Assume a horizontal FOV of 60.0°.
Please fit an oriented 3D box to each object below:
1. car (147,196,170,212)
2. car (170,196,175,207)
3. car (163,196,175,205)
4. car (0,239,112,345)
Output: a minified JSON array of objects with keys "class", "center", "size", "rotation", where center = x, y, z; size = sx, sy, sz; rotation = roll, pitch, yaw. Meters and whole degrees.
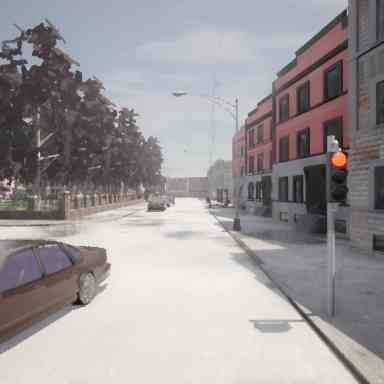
[{"class":"car","center":[-4.087,1.478,39.363],"size":[1.882,1.535,5.008],"rotation":[0,0,0]},{"class":"car","center":[-4.083,1.547,49.263],"size":[2.033,1.411,5.357],"rotation":[0,0,0]},{"class":"car","center":[-4.050,1.505,59.662],"size":[1.837,1.490,4.892],"rotation":[0,0,0]},{"class":"car","center":[-3.218,1.547,5.475],"size":[2.033,1.411,5.357],"rotation":[0,0,13]}]
